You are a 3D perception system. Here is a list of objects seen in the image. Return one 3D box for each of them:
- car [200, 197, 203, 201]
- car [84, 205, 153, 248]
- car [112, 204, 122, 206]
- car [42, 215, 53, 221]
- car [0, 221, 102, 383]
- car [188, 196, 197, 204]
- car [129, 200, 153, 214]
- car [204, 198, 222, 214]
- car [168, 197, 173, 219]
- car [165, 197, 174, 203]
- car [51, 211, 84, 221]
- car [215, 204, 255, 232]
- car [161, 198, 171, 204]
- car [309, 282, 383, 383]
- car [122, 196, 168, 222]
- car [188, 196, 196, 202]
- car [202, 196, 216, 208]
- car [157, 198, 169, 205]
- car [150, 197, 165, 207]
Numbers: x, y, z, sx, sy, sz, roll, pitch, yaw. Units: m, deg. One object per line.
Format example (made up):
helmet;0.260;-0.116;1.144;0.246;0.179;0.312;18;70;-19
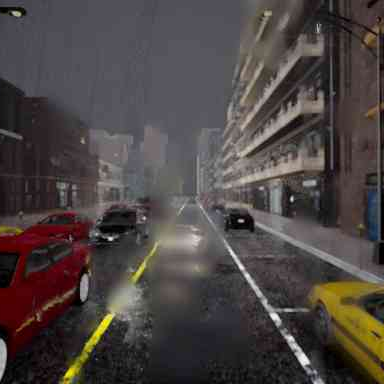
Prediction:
car;2.709;1.504;48.910;2.192;1.841;5.009;0;0;0
car;-3.092;1.557;15.091;1.837;1.490;4.892;0;0;0
car;-5.678;1.638;26.129;1.887;1.381;4.507;0;0;0
car;-5.682;1.556;8.868;1.752;1.417;4.829;0;0;0
car;-3.097;1.496;5.274;1.882;1.535;5.008;0;0;0
car;0.019;1.839;72.688;2.033;1.411;5.357;0;0;0
car;-5.676;1.690;37.521;2.008;1.369;4.403;0;0;0
car;2.705;1.689;37.515;2.008;1.369;4.403;0;0;0
car;-3.079;1.322;27.545;2.150;2.045;5.566;0;0;0
car;-5.665;1.926;83.094;1.947;1.339;4.313;0;0;0
car;-5.681;1.596;14.735;1.887;1.381;4.507;0;0;0
car;2.701;1.637;20.425;1.947;1.339;4.313;0;0;0
car;-5.668;1.882;71.700;1.802;1.307;4.206;0;0;0
car;2.697;1.538;3.505;1.752;1.417;4.829;0;0;0
car;-2.994;1.048;22.117;2.097;1.767;4.553;0;0;0
car;0.022;1.792;83.112;2.033;1.411;5.357;0;0;0
car;2.707;1.603;43.212;1.967;1.590;4.097;0;0;0
car;-5.669;1.837;66.004;1.947;1.339;4.313;0;0;0
car;-5.670;1.657;54.612;1.967;1.590;4.097;0;0;0
